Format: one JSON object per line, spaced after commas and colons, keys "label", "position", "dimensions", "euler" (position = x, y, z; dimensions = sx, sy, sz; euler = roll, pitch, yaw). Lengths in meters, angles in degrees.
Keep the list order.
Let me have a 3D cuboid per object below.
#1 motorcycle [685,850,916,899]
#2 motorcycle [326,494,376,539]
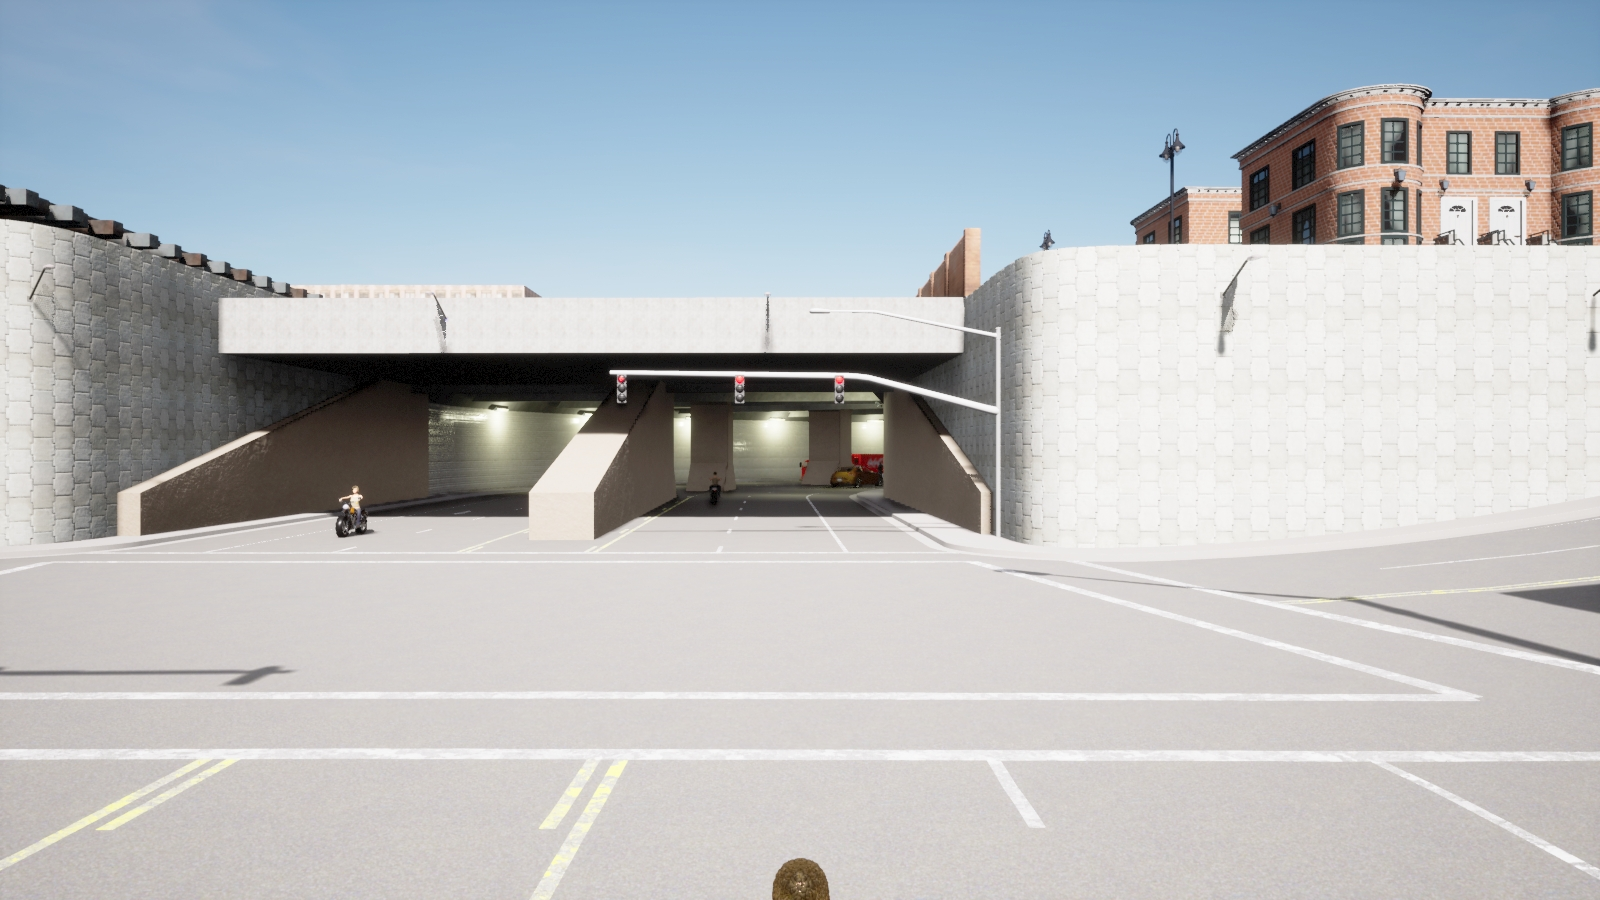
{"label": "motorcycle", "position": [0.004, 2.174, 3.443], "dimensions": [0.803, 1.224, 2.033], "euler": [0, 0, 0]}
{"label": "motorcycle", "position": [-14.636, 2.142, 37.307], "dimensions": [0.764, 1.332, 2.356], "euler": [0, 0, -2]}
